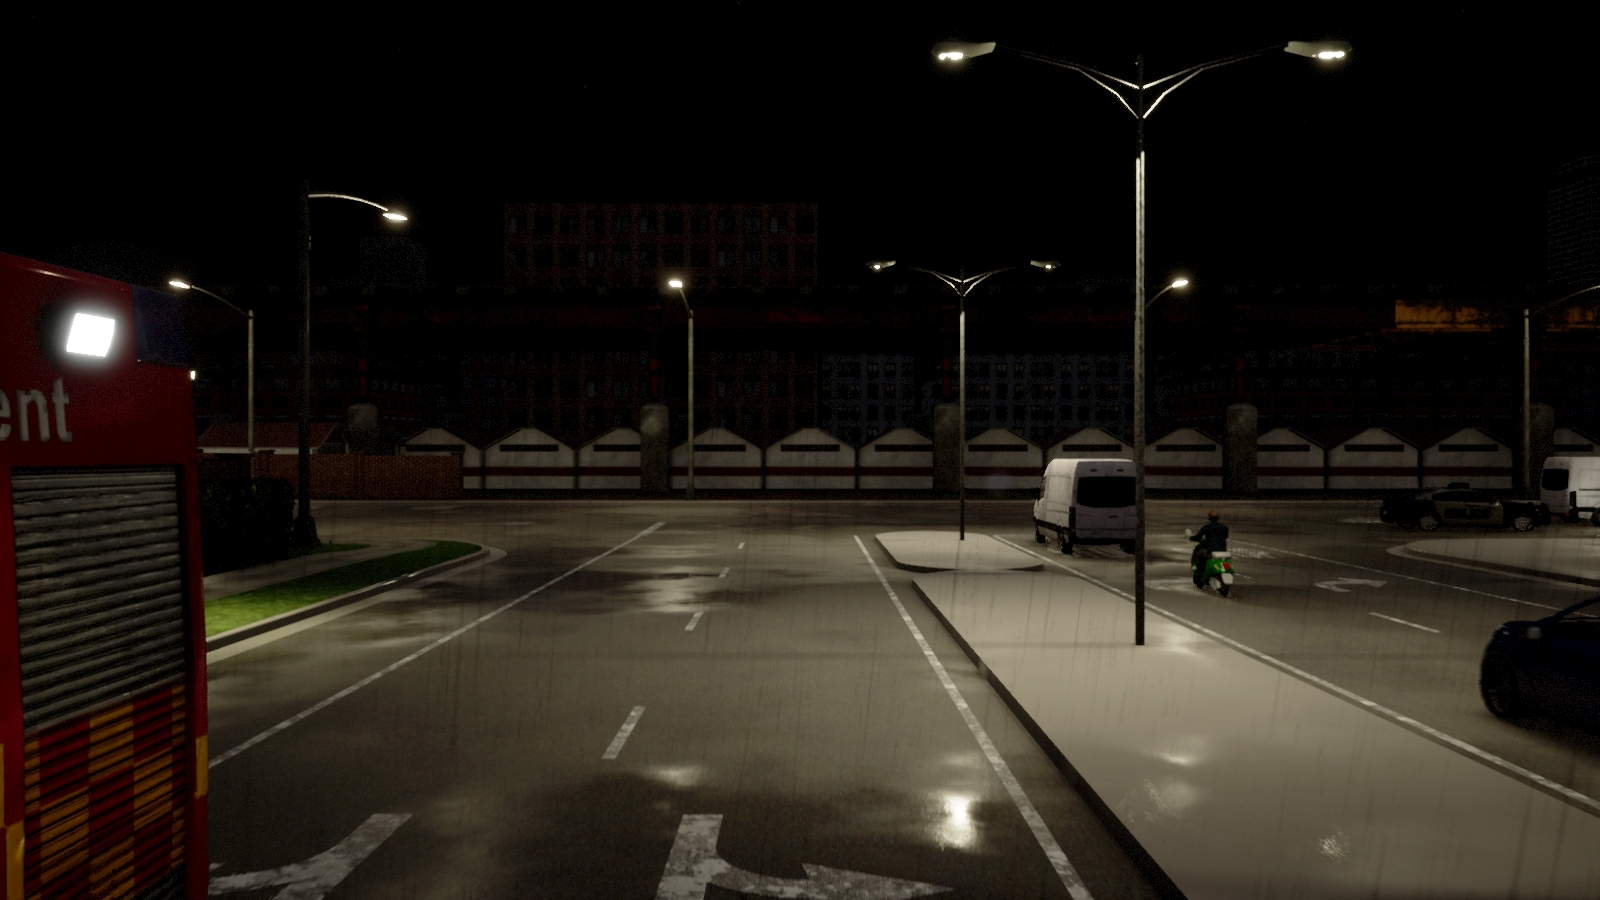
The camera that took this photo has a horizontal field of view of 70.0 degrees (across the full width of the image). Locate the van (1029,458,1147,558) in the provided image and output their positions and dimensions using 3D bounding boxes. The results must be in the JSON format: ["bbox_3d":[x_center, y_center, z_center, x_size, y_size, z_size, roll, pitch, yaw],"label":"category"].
[{"bbox_3d":[8.093,1.528,32.713,1.988,2.561,5.915,0,0,1],"label":"van"}]

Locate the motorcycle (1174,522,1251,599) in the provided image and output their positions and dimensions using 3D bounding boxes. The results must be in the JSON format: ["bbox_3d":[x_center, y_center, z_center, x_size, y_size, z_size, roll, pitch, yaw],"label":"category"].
[{"bbox_3d":[8.017,2.125,22.275,0.856,1.341,1.805,0,0,0],"label":"motorcycle"}]

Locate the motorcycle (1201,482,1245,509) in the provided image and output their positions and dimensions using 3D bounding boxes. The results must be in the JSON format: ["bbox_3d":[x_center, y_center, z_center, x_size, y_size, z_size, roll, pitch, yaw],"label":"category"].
[{"bbox_3d":[20.104,2.171,54.349,1.805,1.236,0.856,0,0,0],"label":"motorcycle"}]

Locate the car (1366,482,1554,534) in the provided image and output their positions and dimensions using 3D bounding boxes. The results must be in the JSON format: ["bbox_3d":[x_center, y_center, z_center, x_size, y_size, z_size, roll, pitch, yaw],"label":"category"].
[{"bbox_3d":[22.677,1.974,39.439,5.238,1.638,2.097,0,0,6],"label":"car"}]

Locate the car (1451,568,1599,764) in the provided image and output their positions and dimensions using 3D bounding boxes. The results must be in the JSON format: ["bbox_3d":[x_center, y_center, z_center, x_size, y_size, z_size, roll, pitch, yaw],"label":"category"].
[{"bbox_3d":[8.015,2.036,10.635,1.845,1.501,3.633,0,0,0],"label":"car"}]
